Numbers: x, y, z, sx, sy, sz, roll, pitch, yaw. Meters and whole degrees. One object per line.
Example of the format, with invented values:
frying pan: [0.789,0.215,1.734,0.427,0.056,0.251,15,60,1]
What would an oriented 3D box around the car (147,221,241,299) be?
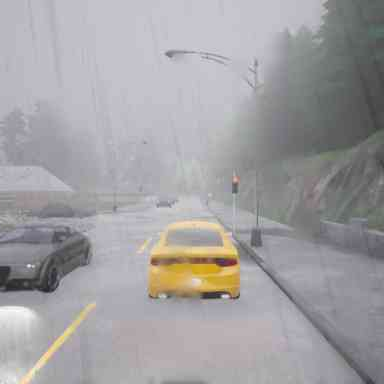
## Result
car: [0.061,1.478,8.490,1.882,1.535,5.008,0,0,1]

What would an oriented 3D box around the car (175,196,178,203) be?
car: [-4.020,1.564,58.776,1.994,1.385,4.181,0,0,0]

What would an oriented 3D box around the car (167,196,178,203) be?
car: [-3.938,1.564,68.785,1.994,1.385,4.181,0,0,1]

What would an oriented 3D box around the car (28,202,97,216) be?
car: [-10.772,1.548,27.756,5.357,1.411,2.033,0,0,-2]

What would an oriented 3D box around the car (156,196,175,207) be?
car: [-4.047,1.352,49.457,2.097,1.767,4.553,0,0,0]

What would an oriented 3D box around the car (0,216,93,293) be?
car: [-4.095,1.564,8.749,1.994,1.385,4.181,0,0,0]
